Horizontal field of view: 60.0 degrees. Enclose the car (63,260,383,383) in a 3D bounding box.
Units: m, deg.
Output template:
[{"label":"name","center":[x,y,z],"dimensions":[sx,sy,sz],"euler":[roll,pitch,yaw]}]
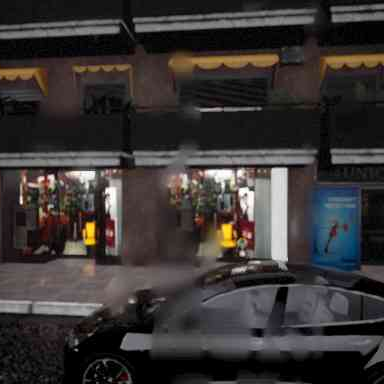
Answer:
[{"label":"car","center":[0.701,1.563,4.000],"dimensions":[4.313,1.339,1.947],"euler":[0,0,6]}]
